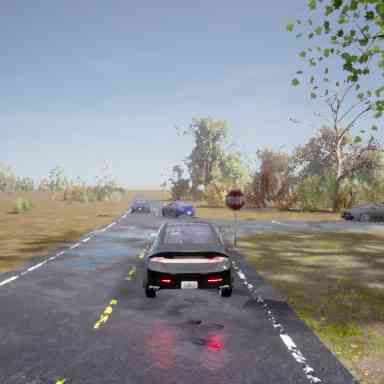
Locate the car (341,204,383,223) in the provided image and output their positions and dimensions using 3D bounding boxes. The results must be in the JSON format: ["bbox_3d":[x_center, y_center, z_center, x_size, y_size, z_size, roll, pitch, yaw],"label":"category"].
[{"bbox_3d":[13.709,1.597,25.473,4.181,1.385,1.994,0,0,-9],"label":"car"}]

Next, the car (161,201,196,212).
[{"bbox_3d":[-1.196,1.522,29.241,1.812,1.442,4.674,-1,1,-25],"label":"car"}]

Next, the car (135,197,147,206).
[{"bbox_3d":[-8.885,1.550,57.415,1.994,1.385,4.181,0,0,-10],"label":"car"}]

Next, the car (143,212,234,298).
[{"bbox_3d":[-0.106,1.492,8.525,2.128,1.511,4.902,0,0,-1],"label":"car"}]

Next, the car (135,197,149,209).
[{"bbox_3d":[-7.046,1.516,46.380,1.812,1.442,4.674,0,0,-9],"label":"car"}]

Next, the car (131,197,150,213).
[{"bbox_3d":[-5.597,1.558,36.402,1.994,1.385,4.181,0,0,-8],"label":"car"}]
